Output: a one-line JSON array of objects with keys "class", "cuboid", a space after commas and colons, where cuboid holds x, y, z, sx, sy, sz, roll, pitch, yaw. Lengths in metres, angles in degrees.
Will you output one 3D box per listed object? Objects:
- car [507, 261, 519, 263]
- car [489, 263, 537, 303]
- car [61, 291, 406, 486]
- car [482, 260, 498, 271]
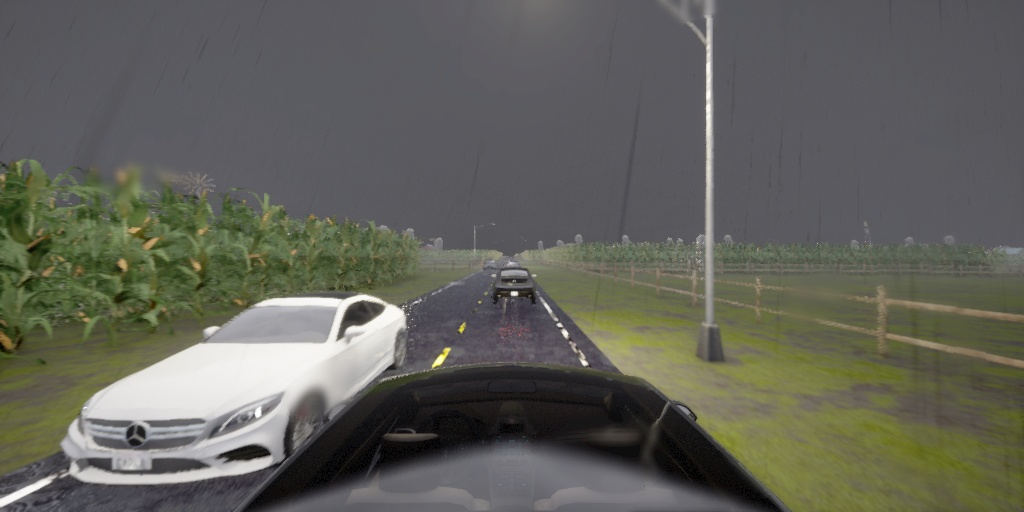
[{"class": "car", "cuboid": [0.091, 1.275, 41.073, 2.033, 1.411, 5.357, 0, 0, 0]}, {"class": "car", "cuboid": [0.097, 1.250, 16.678, 1.837, 1.490, 4.892, 0, 0, 0]}, {"class": "car", "cuboid": [-2.851, 1.275, 5.014, 1.812, 1.442, 4.674, 0, 0, 0]}, {"class": "car", "cuboid": [-2.837, 1.285, 48.016, 1.994, 1.385, 4.181, 0, 0, 0]}]
